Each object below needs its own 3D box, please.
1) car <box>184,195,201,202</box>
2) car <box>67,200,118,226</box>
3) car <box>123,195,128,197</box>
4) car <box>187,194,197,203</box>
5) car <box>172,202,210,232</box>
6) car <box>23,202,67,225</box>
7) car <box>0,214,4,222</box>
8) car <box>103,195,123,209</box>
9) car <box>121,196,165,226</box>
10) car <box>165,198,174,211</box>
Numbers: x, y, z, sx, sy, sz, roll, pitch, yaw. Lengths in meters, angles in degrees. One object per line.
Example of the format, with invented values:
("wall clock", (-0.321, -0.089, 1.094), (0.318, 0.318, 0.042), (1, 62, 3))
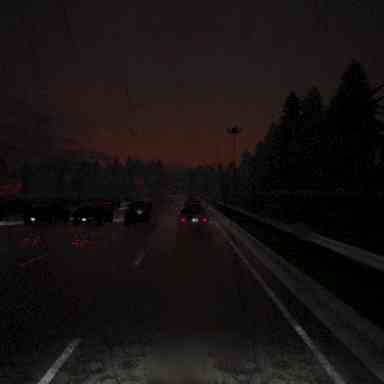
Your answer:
("car", (0.105, 1.536, 42.223), (1.837, 1.490, 4.892), (0, 0, 0))
("car", (-6.898, 1.524, 23.685), (1.837, 1.490, 4.892), (0, 0, 0))
("car", (-6.897, 1.524, 42.102), (2.128, 1.511, 4.902), (0, 0, 0))
("car", (0.006, 1.406, 69.176), (2.097, 1.767, 4.553), (0, 0, 0))
("car", (0.102, 1.563, 20.359), (2.033, 1.411, 5.357), (0, 0, 0))
("car", (-10.397, 1.525, 24.178), (1.837, 1.490, 4.892), (0, 0, 0))
("car", (-13.898, 1.566, 20.501), (2.033, 1.411, 5.357), (0, 0, 0))
("car", (-10.396, 1.539, 42.206), (1.837, 1.490, 4.892), (0, 0, 0))
("car", (-3.398, 1.371, 23.804), (2.097, 1.767, 4.553), (0, 0, 0))
("car", (-3.396, 1.537, 42.191), (1.837, 1.490, 4.892), (0, 0, 0))
